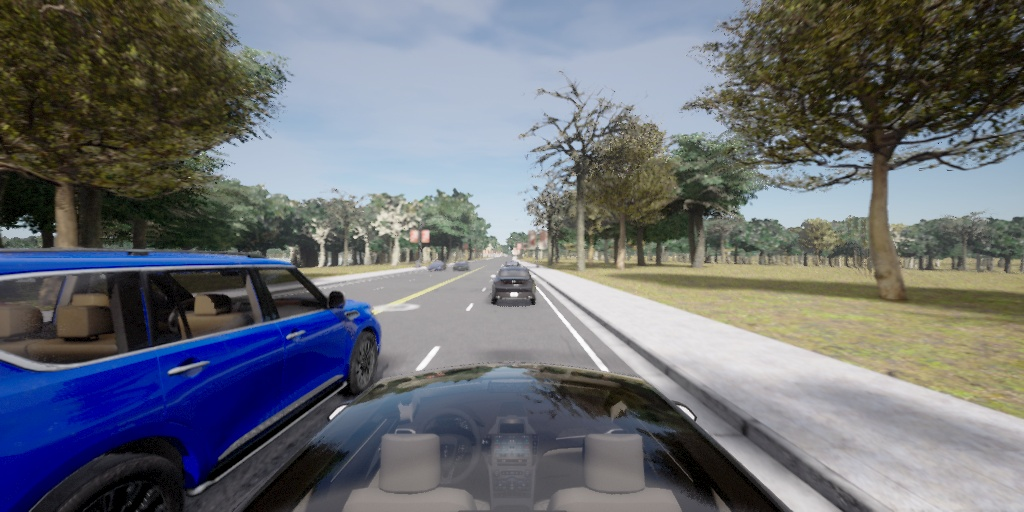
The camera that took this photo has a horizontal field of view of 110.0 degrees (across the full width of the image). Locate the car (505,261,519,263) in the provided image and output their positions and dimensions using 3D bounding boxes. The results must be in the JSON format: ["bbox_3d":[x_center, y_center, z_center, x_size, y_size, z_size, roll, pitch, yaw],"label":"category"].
[{"bbox_3d":[-0.004,1.246,35.097,2.128,1.511,4.902,0,0,0],"label":"car"}]

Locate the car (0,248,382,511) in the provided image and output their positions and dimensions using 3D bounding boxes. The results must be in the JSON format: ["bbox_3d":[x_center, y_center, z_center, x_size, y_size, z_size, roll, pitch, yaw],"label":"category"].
[{"bbox_3d":[-3.151,0.972,3.398,2.150,2.045,5.566,0,0,0],"label":"car"}]

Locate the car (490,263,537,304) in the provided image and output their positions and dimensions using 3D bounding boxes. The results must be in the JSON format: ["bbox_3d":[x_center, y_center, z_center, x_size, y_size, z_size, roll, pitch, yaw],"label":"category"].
[{"bbox_3d":[0.079,1.254,16.376,1.837,1.490,4.892,0,0,0],"label":"car"}]

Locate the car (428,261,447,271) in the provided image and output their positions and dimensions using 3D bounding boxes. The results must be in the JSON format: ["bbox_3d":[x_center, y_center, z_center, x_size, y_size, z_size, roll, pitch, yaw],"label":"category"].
[{"bbox_3d":[-9.950,1.377,48.347,2.033,1.411,5.357,0,0,0],"label":"car"}]

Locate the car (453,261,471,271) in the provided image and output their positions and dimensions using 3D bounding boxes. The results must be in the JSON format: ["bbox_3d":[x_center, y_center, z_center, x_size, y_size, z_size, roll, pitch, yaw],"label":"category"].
[{"bbox_3d":[-6.701,1.330,48.078,1.994,1.385,4.181,0,0,0],"label":"car"}]
